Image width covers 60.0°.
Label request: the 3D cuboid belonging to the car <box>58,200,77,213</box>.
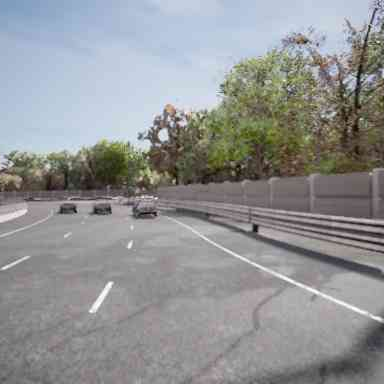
[{"bbox_3d":[-15.095,1.700,40.397,2.128,1.511,4.902,-1,0,-22],"label":"car"}]

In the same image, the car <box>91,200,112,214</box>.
[{"bbox_3d":[-10.434,1.646,38.215,2.128,1.511,4.902,0,0,-21],"label":"car"}]

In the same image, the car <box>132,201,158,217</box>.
[{"bbox_3d":[-4.699,1.632,32.574,2.033,1.411,5.357,-1,0,-18],"label":"car"}]
